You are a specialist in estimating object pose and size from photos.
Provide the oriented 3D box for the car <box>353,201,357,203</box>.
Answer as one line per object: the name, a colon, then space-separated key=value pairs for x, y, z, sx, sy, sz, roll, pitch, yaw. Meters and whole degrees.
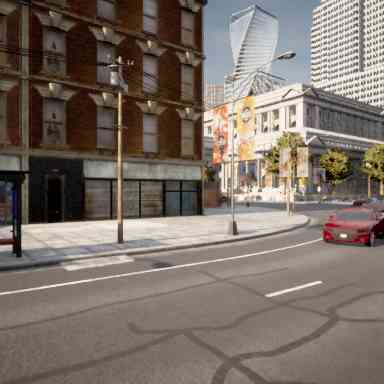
car: x=26.433 y=1.520 z=50.039 sx=2.002 sy=1.452 sz=4.674 roll=0 pitch=0 yaw=-16

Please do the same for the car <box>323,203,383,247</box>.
car: x=7.584 y=1.477 z=15.279 sx=1.882 sy=1.535 sz=5.008 roll=0 pitch=0 yaw=38

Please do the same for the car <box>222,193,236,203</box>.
car: x=6.433 y=1.225 z=67.087 sx=2.150 sy=2.045 sz=5.566 roll=0 pitch=0 yaw=-35

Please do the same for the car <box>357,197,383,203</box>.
car: x=21.654 y=1.547 z=38.084 sx=2.033 sy=1.411 sz=5.357 roll=0 pitch=0 yaw=-3

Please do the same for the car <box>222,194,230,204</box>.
car: x=4.546 y=1.525 z=63.659 sx=1.812 sy=1.442 sz=4.674 roll=0 pitch=0 yaw=-35
